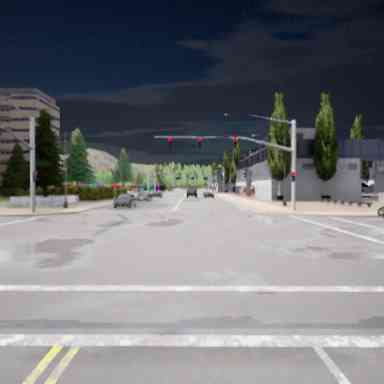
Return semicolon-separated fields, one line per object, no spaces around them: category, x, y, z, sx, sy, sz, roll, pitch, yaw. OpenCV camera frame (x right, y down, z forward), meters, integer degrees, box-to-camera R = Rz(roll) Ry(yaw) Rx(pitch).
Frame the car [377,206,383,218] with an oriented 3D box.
car;14.966;1.156;22.088;4.892;1.490;1.837;-1;1;0

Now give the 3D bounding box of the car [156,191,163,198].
car;-7.022;0.488;68.079;2.033;1.411;5.357;0;1;0

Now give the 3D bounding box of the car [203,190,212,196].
car;3.475;0.243;77.619;1.895;1.301;4.718;0;1;0

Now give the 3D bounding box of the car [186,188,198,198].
car;-0.022;0.180;66.933;2.150;2.045;5.566;0;1;0

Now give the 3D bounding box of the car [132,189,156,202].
car;-7.096;0.723;49.285;2.128;1.511;4.902;0;1;0

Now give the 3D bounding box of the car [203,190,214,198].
car;3.478;0.553;67.314;1.895;1.301;4.718;0;1;0

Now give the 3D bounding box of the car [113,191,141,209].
car;-7.129;0.945;35.792;1.837;1.490;4.892;0;1;1

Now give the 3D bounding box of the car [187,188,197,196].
car;-0.025;0.004;77.554;2.097;1.767;4.553;0;1;0
